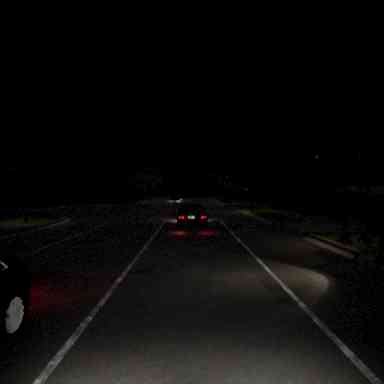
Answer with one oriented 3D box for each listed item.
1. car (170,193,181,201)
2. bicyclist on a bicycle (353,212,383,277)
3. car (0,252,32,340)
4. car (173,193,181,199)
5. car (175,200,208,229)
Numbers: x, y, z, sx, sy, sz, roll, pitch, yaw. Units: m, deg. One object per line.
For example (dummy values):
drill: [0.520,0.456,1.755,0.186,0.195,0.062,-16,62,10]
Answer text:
car: [-3.838,0.988,74.254,2.097,1.767,4.553,0,0,0]
bicyclist on a bicycle: [4.871,1.290,8.655,1.656,1.620,0.582,-15,0,0]
car: [-3.605,1.487,3.689,1.837,1.490,4.892,0,0,0]
car: [-3.907,1.110,89.392,1.994,1.385,4.181,0,0,0]
car: [-0.042,1.444,20.892,2.033,1.411,5.357,0,0,-2]
